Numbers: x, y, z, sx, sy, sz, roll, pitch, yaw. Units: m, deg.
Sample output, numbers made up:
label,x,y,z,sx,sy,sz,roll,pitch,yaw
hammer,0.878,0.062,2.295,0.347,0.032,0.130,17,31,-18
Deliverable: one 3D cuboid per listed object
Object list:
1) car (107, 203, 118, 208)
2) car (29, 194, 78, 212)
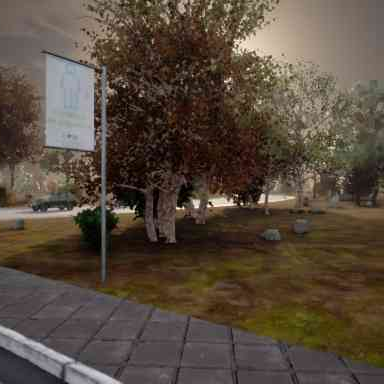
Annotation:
label,x,y,z,sx,sy,sz,roll,pitch,yaw
car,-10.155,1.462,48.182,1.837,1.490,4.892,0,0,37
car,-16.546,1.212,39.955,2.150,2.045,5.566,0,0,38
